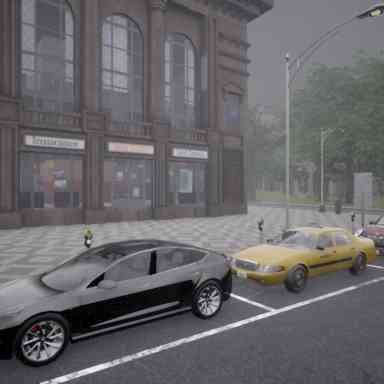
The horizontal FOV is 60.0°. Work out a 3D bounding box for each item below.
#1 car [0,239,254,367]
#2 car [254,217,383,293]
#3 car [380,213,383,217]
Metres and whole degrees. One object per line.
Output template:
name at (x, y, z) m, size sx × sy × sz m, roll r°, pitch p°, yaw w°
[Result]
car at (-1.208, 1.566, 5.792) m, size 4.313 × 1.339 × 1.947 m, roll 0°, pitch 0°, yaw -36°
car at (3.076, 1.526, 8.859) m, size 4.829 × 1.417 × 1.752 m, roll 0°, pitch 0°, yaw -36°
car at (7.635, 1.441, 12.123) m, size 4.097 × 1.590 × 1.967 m, roll 0°, pitch 0°, yaw -36°
